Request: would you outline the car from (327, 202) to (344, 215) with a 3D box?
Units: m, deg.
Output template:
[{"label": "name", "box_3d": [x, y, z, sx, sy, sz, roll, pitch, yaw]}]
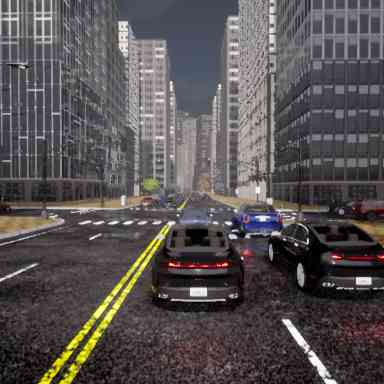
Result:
[{"label": "car", "box_3d": [16.516, 1.612, 34.288, 4.892, 1.490, 1.837, 1, 1, 1]}]

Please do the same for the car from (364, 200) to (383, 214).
[{"label": "car", "box_3d": [21.904, 1.637, 36.779, 4.829, 1.417, 1.752, 1, 0, 1]}]

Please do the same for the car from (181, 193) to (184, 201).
[{"label": "car", "box_3d": [-3.099, 1.458, 67.430, 1.812, 1.442, 4.674, 0, 0, 1]}]

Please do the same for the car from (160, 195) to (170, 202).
[{"label": "car", "box_3d": [-6.299, 1.441, 77.921, 1.812, 1.442, 4.674, 0, 0, 0]}]

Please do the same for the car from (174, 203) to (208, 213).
[{"label": "car", "box_3d": [0.146, 1.535, 17.794, 2.033, 1.411, 5.357, 0, 0, 0]}]

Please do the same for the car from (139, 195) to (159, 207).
[{"label": "car", "box_3d": [-6.461, 1.483, 49.042, 1.812, 1.442, 4.674, 0, 0, 2]}]

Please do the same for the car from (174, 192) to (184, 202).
[{"label": "car", "box_3d": [-3.049, 1.142, 77.882, 2.150, 2.045, 5.566, 0, 0, 0]}]

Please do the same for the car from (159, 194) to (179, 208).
[{"label": "car", "box_3d": [-3.216, 1.463, 48.270, 1.837, 1.490, 4.892, 0, 0, 0]}]

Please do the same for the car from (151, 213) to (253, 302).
[{"label": "car", "box_3d": [0.119, 1.500, 8.239, 1.837, 1.490, 4.892, 0, 0, 0]}]

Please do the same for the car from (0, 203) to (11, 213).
[{"label": "car", "box_3d": [-20.032, 1.310, 31.790, 5.008, 1.535, 1.882, 1, 1, 1]}]

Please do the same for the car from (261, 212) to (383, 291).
[{"label": "car", "box_3d": [3.373, 1.499, 8.946, 1.837, 1.490, 4.892, 0, 0, 0]}]

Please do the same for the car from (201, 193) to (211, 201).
[{"label": "car", "box_3d": [3.456, 1.384, 79.328, 1.882, 1.535, 5.008, 0, 0, 0]}]

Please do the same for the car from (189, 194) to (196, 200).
[{"label": "car", "box_3d": [0.234, 1.373, 90.174, 1.882, 1.535, 5.008, 0, 0, 0]}]

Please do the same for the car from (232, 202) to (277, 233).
[{"label": "car", "box_3d": [3.395, 1.339, 18.029, 2.097, 1.767, 4.553, 0, 0, 0]}]

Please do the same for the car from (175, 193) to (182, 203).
[{"label": "car", "box_3d": [-3.184, 1.451, 57.609, 1.837, 1.490, 4.892, 0, 0, 0]}]

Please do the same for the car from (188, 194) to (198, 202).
[{"label": "car", "box_3d": [0.204, 1.449, 73.180, 1.812, 1.442, 4.674, 0, 0, 0]}]

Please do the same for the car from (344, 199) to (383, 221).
[{"label": "car", "box_3d": [16.274, 1.515, 28.507, 5.009, 1.841, 2.192, 1, 0, 1]}]

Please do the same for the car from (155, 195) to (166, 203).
[{"label": "car", "box_3d": [-6.344, 1.410, 67.651, 1.882, 1.535, 5.008, 0, 0, 0]}]

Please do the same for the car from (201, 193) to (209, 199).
[{"label": "car", "box_3d": [3.483, 1.083, 89.717, 2.097, 1.767, 4.553, 0, 0, 0]}]
